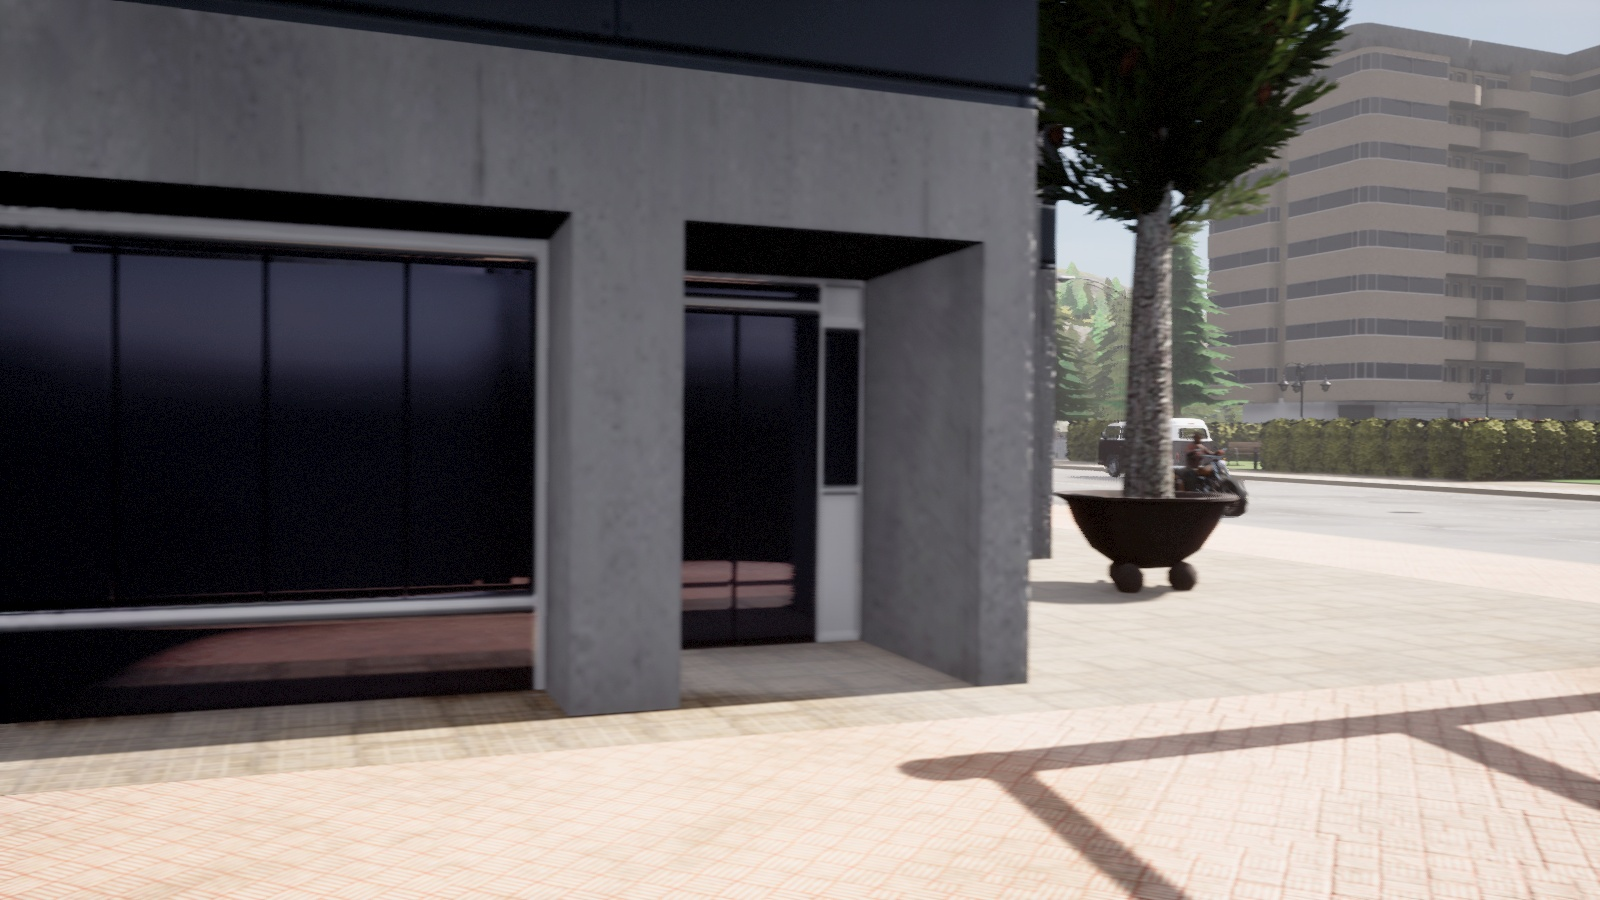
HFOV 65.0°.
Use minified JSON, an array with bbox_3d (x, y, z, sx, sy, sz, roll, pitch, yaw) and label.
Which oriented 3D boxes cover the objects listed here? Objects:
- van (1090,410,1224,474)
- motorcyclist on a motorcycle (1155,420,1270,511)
[{"bbox_3d":[12.021,-0.304,42.612,2.069,2.038,4.480,-1,1,-21],"label":"van"},{"bbox_3d":[7.883,0.269,24.129,0.766,1.649,2.350,-1,1,-21],"label":"motorcyclist on a motorcycle"}]
